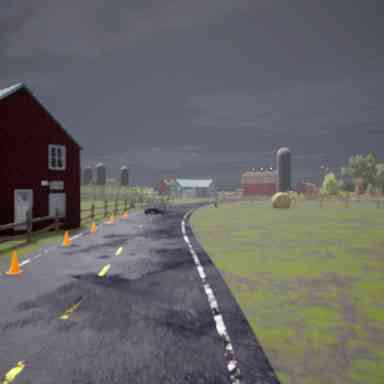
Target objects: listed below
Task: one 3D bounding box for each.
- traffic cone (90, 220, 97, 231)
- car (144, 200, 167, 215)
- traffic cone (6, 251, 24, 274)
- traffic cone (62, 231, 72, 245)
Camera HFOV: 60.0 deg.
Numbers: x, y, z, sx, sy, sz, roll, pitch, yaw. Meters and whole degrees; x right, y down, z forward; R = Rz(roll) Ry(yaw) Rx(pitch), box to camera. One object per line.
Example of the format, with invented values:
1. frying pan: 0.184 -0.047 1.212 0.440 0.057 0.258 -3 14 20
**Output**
1. traffic cone: -5.723 1.954 19.367 0.340 0.580 0.340 0 0 -3
2. car: -3.567 1.535 33.564 2.033 1.411 5.357 0 0 2
3. traffic cone: -4.971 1.960 9.340 0.340 0.580 0.340 0 0 -4
4. traffic cone: -5.389 1.957 14.294 0.340 0.580 0.340 0 0 -5
